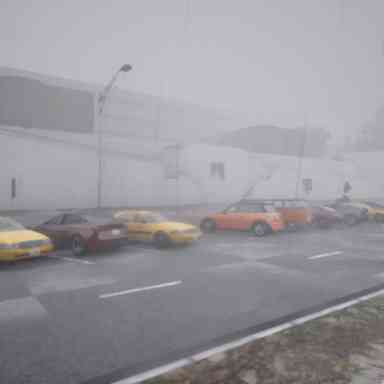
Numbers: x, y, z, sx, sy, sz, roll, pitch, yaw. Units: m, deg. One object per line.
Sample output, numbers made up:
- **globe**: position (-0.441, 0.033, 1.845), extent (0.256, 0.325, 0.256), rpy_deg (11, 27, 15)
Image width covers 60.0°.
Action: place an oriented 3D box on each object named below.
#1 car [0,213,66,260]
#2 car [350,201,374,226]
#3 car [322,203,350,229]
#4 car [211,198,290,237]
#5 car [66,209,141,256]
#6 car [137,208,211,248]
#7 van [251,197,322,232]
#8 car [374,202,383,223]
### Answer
- **car**: position (-6.909, 1.489, 11.484), extent (5.366, 1.575, 1.946), rpy_deg (-1, -1, 35)
- **car**: position (9.923, 1.539, 23.720), extent (4.792, 1.488, 2.163), rpy_deg (-1, 0, 35)
- **car**: position (7.520, 1.556, 21.970), extent (4.674, 1.452, 2.002), rpy_deg (-1, 0, 35)
- **car**: position (2.679, 1.395, 18.494), extent (4.553, 1.767, 2.185), rpy_deg (-1, -1, 34)
- **car**: position (-4.659, 1.533, 13.332), extent (4.792, 1.488, 2.163), rpy_deg (-1, -1, 35)
- **car**: position (-2.049, 1.505, 14.946), extent (5.366, 1.575, 1.946), rpy_deg (-1, -1, 35)
- **van**: position (5.190, 1.295, 20.187), extent (4.442, 1.987, 1.878), rpy_deg (-1, -1, 35)
- **car**: position (12.538, 1.486, 25.340), extent (5.366, 1.575, 1.946), rpy_deg (-1, -1, 35)
